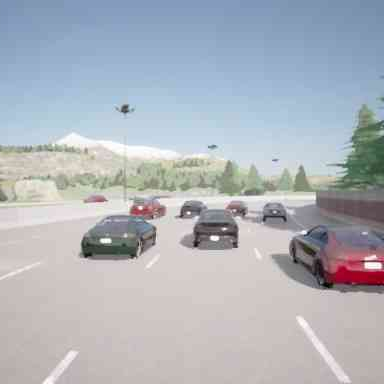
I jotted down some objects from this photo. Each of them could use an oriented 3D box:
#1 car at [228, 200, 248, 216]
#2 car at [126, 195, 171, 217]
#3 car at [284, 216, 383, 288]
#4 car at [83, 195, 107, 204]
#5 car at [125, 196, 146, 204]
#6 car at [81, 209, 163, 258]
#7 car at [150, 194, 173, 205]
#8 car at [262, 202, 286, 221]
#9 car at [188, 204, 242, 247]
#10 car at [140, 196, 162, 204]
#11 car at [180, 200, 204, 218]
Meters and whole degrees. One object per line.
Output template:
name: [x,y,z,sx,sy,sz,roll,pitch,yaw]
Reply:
car: [4.444,1.525,32.552,1.812,1.442,4.674,0,0,14]
car: [-3.671,1.331,28.527,2.097,1.767,4.553,0,0,12]
car: [4.080,1.571,9.238,1.994,1.385,4.181,0,0,4]
car: [-16.906,1.285,57.929,2.097,1.767,4.553,0,0,21]
car: [-10.797,1.509,63.549,1.994,1.385,4.181,0,0,24]
car: [-2.603,1.552,12.793,1.994,1.385,4.181,0,0,6]
car: [-5.341,1.316,58.497,2.097,1.767,4.553,0,0,23]
car: [6.753,1.555,27.365,2.033,1.411,5.357,0,0,13]
car: [1.145,1.502,15.033,1.837,1.490,4.892,0,0,7]
car: [-7.598,1.458,62.100,1.837,1.490,4.892,0,0,24]
car: [0.260,1.494,30.129,1.837,1.490,4.892,0,0,13]
